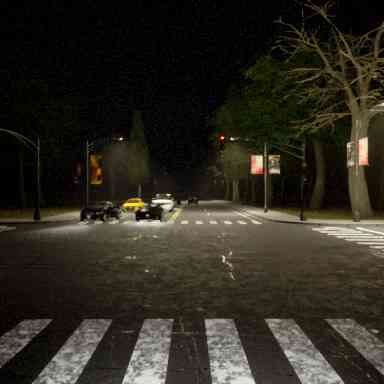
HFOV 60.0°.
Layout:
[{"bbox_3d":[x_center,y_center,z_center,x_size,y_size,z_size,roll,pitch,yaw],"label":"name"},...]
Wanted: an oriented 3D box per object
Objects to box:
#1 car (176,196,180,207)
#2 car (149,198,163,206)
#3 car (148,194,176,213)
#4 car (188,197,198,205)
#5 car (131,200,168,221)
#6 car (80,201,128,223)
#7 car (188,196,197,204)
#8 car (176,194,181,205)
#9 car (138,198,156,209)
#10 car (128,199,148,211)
[{"bbox_3d":[-3.282,1.695,50.693,1.895,1.301,4.718,0,0,0],"label":"car"},{"bbox_3d":[-6.489,1.769,60.507,1.895,1.301,4.718,0,0,0],"label":"car"},{"bbox_3d":[-3.298,1.252,38.155,2.150,2.045,5.566,0,0,0],"label":"car"},{"bbox_3d":[0.174,1.674,62.283,2.128,1.511,4.902,0,0,0],"label":"car"},{"bbox_3d":[-3.315,1.576,26.725,1.994,1.385,4.181,0,0,0],"label":"car"},{"bbox_3d":[-6.995,1.500,25.939,2.128,1.511,4.902,0,0,7],"label":"car"},{"bbox_3d":[0.135,1.741,72.650,1.882,1.535,5.008,0,0,0],"label":"car"},{"bbox_3d":[-3.221,1.405,62.431,2.150,2.045,5.566,0,0,1],"label":"car"},{"bbox_3d":[-6.517,1.645,48.853,1.994,1.385,4.181,0,0,2],"label":"car"},{"bbox_3d":[-6.549,1.510,38.042,1.882,1.535,5.008,0,0,0],"label":"car"}]
